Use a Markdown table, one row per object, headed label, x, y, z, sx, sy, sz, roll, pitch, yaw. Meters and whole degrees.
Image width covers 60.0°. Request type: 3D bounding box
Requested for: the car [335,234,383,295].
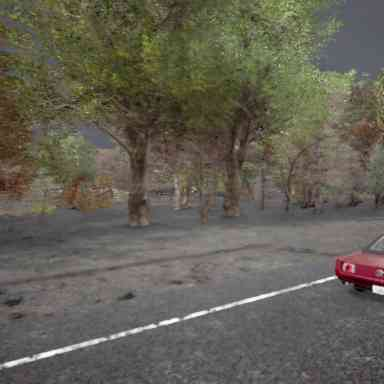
| label | x | y | z | sx | sy | sz | roll | pitch | yaw |
| --- | --- | --- | --- | --- | --- | --- | --- | --- | --- |
| car | 5.400 | 1.578 | 7.597 | 4.718 | 1.301 | 1.895 | 0 | 0 | -35 |
